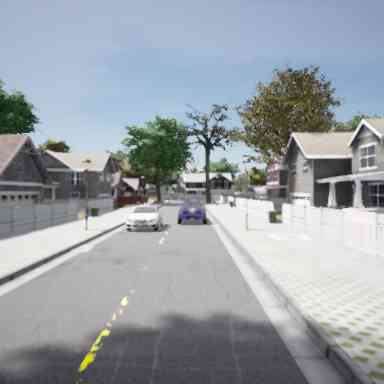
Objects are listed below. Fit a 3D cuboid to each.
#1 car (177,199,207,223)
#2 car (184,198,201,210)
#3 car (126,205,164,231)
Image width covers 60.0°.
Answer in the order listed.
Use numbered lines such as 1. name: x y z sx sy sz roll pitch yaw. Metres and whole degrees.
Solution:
1. car: 0.034 1.342 25.291 2.097 1.767 4.553 0 0 1
2. car: 0.066 1.549 43.385 1.994 1.385 4.181 0 0 0
3. car: -2.798 1.518 20.460 1.812 1.442 4.674 0 0 0
